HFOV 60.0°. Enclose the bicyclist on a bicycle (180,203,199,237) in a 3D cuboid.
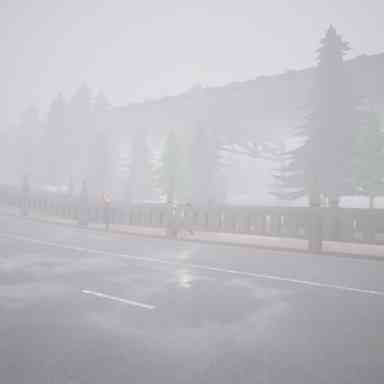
[{"bbox_3d":[-0.091,1.345,16.116,0.582,1.620,1.656,0,-3,33],"label":"bicyclist on a bicycle"}]
